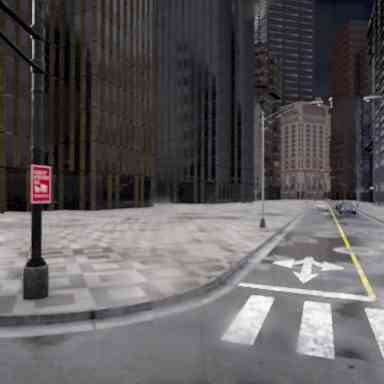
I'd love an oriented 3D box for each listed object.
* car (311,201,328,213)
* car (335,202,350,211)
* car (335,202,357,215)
[{"bbox_3d":[17.415,1.980,45.163,1.812,1.442,4.674,0,0,22],"label":"car"},{"bbox_3d":[22.367,2.120,49.503,1.895,1.301,4.718,0,0,22],"label":"car"},{"bbox_3d":[18.533,1.967,39.780,2.033,1.411,5.357,0,0,22],"label":"car"}]
